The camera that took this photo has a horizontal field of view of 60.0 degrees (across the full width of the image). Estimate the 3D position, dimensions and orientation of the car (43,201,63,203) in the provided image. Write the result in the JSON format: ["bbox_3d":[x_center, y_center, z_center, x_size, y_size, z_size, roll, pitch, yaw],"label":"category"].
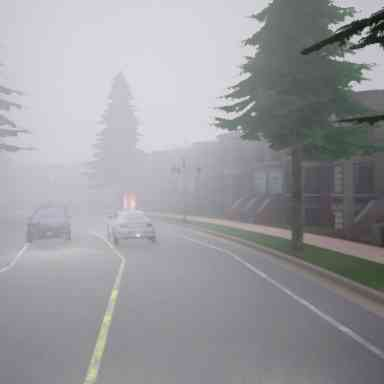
[{"bbox_3d":[-14.651,1.653,34.666,2.128,1.511,4.902,0,0,-44],"label":"car"}]

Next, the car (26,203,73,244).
[{"bbox_3d":[-7.164,1.556,16.792,1.882,1.535,5.008,0,0,-23],"label":"car"}]

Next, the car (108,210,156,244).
[{"bbox_3d":[-3.002,1.571,16.099,1.812,1.442,4.674,0,0,-19],"label":"car"}]
